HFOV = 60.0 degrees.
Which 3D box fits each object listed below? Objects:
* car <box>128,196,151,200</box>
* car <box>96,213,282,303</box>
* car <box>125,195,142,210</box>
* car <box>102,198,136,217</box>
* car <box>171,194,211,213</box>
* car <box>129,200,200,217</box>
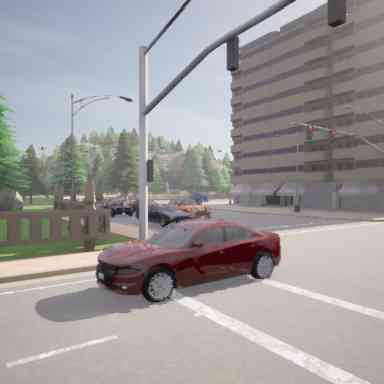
[{"bbox_3d":[-4.855,1.422,34.380,1.882,1.535,5.008,0,0,-22],"label":"car"},{"bbox_3d":[0.137,1.478,8.394,5.008,1.535,1.882,0,0,-36],"label":"car"},{"bbox_3d":[-7.609,1.297,43.701,2.097,1.767,4.553,0,0,-8],"label":"car"},{"bbox_3d":[-6.910,1.545,30.707,1.895,1.301,4.718,0,0,-27],"label":"car"},{"bbox_3d":[-0.378,1.297,26.457,2.097,1.767,4.553,0,0,-32],"label":"car"},{"bbox_3d":[-2.023,1.492,22.453,2.033,1.411,5.357,0,0,-34],"label":"car"}]
